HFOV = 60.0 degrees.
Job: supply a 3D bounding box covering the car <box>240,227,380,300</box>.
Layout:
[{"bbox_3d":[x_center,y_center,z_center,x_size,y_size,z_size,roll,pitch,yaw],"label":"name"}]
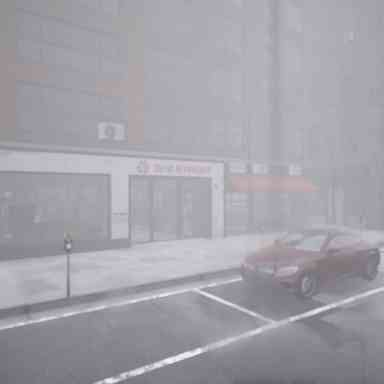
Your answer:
[{"bbox_3d":[3.090,1.573,8.313,4.206,1.307,1.802,0,0,-35],"label":"car"}]
